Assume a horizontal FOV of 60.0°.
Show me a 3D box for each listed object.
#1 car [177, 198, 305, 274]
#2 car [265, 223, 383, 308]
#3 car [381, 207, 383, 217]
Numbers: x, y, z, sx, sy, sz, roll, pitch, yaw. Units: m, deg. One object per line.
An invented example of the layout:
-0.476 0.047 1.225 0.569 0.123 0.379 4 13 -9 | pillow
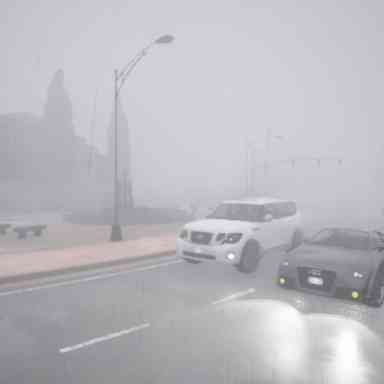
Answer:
1.924 1.229 11.125 2.150 2.045 5.566 0 0 40 | car
3.746 1.569 8.073 1.994 1.385 4.181 0 0 41 | car
17.755 1.581 28.569 1.994 1.385 4.181 0 0 15 | car
